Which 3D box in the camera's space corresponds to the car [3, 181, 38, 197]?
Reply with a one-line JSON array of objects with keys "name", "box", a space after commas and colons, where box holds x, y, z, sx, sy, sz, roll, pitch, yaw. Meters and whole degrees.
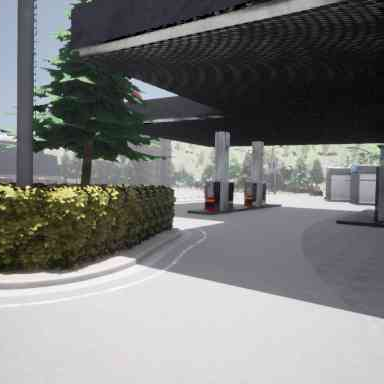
[{"name": "car", "box": [-21.876, -0.468, 42.380, 4.605, 1.855, 1.932, 2, 2, 35]}]

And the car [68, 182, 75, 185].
[{"name": "car", "box": [-25.616, -1.287, 68.011, 4.605, 1.855, 1.932, 2, 2, 35]}]

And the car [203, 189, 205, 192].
[{"name": "car", "box": [4.716, -0.320, 65.620, 5.027, 1.636, 2.152, 2, 2, 35]}]

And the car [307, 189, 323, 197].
[{"name": "car", "box": [26.240, 0.164, 71.090, 1.837, 1.490, 4.892, 1, 2, -2]}]

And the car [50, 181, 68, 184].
[{"name": "car", "box": [-26.947, -1.261, 65.396, 3.866, 1.878, 1.905, 2, 2, 35]}]

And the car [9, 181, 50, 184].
[{"name": "car", "box": [-17.326, -0.181, 35.174, 3.866, 1.878, 1.905, 2, 2, 35]}]
